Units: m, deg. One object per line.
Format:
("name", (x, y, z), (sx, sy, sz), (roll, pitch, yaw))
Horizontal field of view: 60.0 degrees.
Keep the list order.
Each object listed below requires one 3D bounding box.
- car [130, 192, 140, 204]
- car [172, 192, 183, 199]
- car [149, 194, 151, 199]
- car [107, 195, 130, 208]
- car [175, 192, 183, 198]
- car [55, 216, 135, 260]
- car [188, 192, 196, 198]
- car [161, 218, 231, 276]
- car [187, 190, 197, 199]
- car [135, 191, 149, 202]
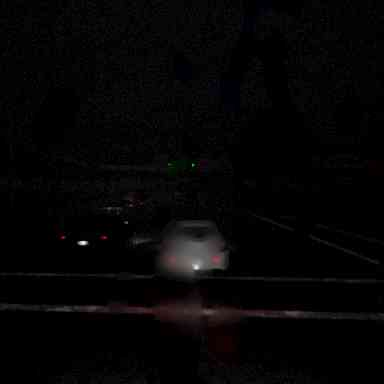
("car", (-10.536, 1.251, 56.011), (1.882, 1.535, 5.008), (0, 1, 1))
("car", (-3.490, 0.902, 78.427), (1.812, 1.442, 4.674), (0, 1, 0))
("car", (-10.491, 0.958, 76.460), (2.033, 1.411, 5.357), (0, 1, 0))
("car", (-10.582, 1.442, 46.940), (1.994, 1.385, 4.181), (0, 1, 0))
("car", (-3.489, 0.722, 88.728), (1.994, 1.385, 4.181), (0, 1, 0))
("car", (-3.400, 1.567, 12.378), (1.994, 1.385, 4.181), (0, 0, 0))
("car", (0.011, 0.718, 88.311), (2.033, 1.411, 5.357), (0, 1, 0))
("car", (0.099, 1.528, 10.209), (1.812, 1.442, 4.674), (0, 0, 0))
("car", (0.009, 0.618, 77.684), (2.150, 2.045, 5.566), (0, 1, 0))
("car", (-10.492, 0.840, 66.047), (2.150, 2.045, 5.566), (0, 1, 0))
